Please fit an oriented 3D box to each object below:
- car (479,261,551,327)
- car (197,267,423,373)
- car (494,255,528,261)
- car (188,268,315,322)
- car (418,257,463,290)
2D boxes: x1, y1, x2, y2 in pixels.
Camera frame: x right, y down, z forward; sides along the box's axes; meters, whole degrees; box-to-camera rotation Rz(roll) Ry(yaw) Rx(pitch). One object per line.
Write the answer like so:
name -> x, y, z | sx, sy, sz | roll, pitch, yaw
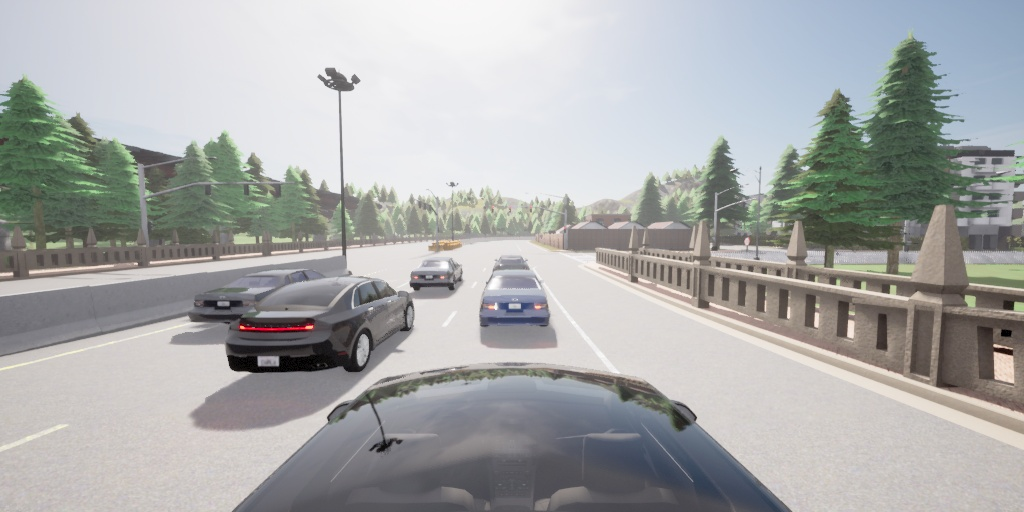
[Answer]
car -> 0.042, 1.103, 10.790 | 2.033, 1.411, 5.357 | 0, 2, 0
car -> -3.438, 1.173, 7.444 | 1.837, 1.490, 4.892 | 0, 1, 0
car -> -0.039, 0.617, 19.867 | 1.994, 1.385, 4.181 | 0, 3, 0
car -> -6.961, 1.089, 11.130 | 2.033, 1.411, 5.357 | 0, 2, 0
car -> -3.503, 0.755, 17.279 | 2.033, 1.411, 5.357 | 0, 4, -2
